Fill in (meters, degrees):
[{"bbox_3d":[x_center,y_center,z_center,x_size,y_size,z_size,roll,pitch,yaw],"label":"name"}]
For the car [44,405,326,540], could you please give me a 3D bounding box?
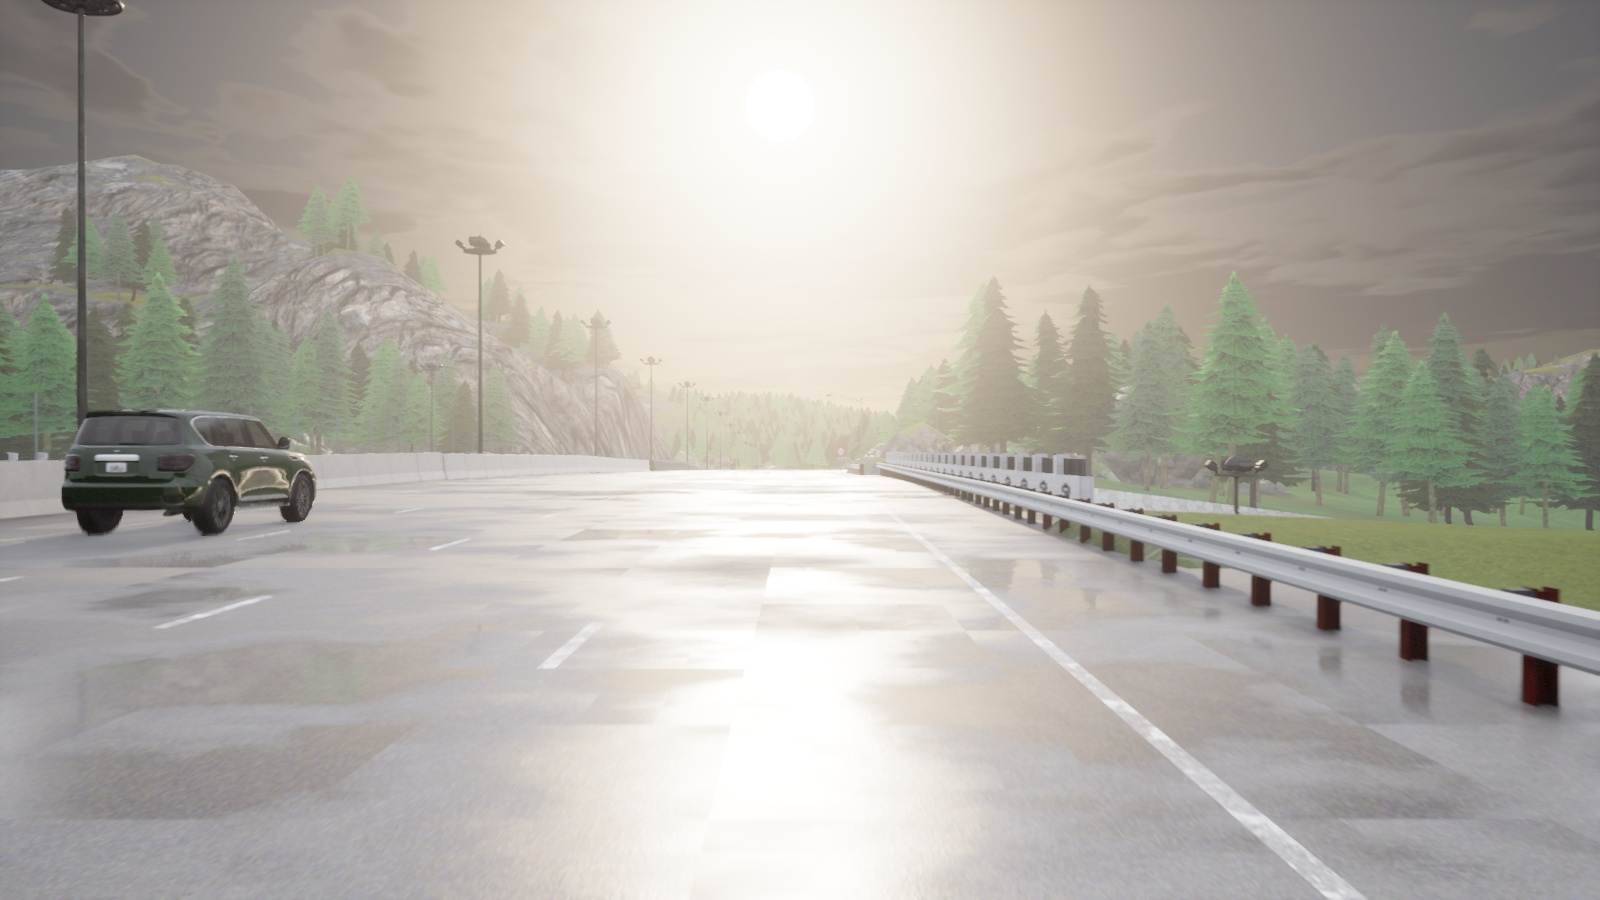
[{"bbox_3d":[-10.362,0.321,21.798,2.150,2.045,5.566,0,0,0],"label":"car"}]
